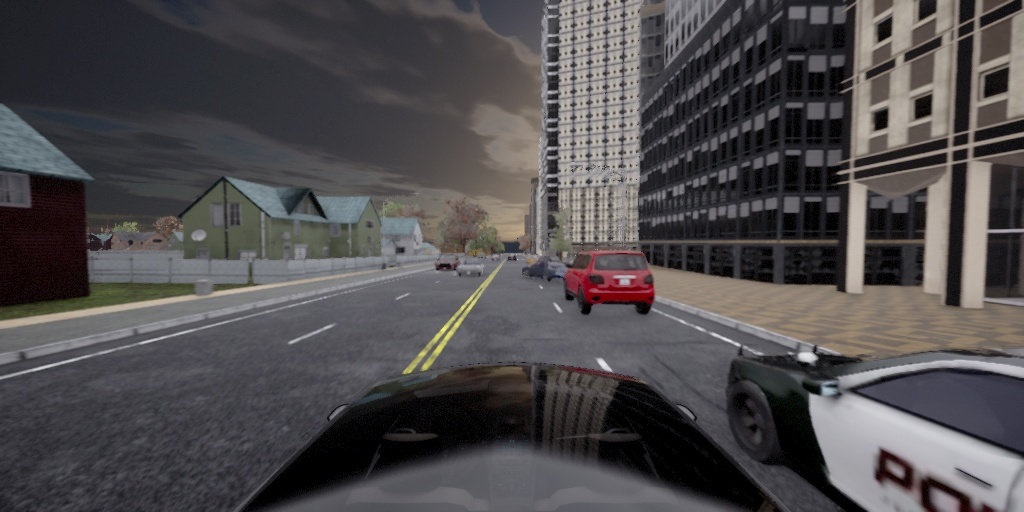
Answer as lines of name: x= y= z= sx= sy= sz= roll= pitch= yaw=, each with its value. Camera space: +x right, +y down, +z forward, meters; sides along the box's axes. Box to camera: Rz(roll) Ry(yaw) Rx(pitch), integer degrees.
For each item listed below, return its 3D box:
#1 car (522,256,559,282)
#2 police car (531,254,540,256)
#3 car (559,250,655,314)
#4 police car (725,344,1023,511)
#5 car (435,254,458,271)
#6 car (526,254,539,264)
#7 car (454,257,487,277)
car: x=2.513 y=0.973 z=25.214 sx=2.033 sy=1.411 sz=5.357 roll=0 pitch=1 yaw=-23
police car: x=3.254 y=0.803 z=35.008 sx=2.038 sy=1.542 sz=4.974 roll=0 pitch=1 yaw=0
car: x=3.251 y=0.812 z=13.027 sx=2.150 sy=2.045 sz=5.566 roll=0 pitch=1 yaw=0
police car: x=3.250 y=1.251 z=1.998 sx=2.038 sy=1.542 sz=4.974 roll=0 pitch=1 yaw=0
car: x=-6.566 y=0.620 z=37.327 sx=2.097 sy=1.767 sz=4.553 roll=0 pitch=1 yaw=0
car: x=3.256 y=0.472 z=57.203 sx=1.801 sy=1.575 sz=5.366 roll=0 pitch=1 yaw=0
car: x=-3.335 y=0.966 z=29.838 sx=1.895 sy=1.301 sz=4.718 roll=0 pitch=1 yaw=0
